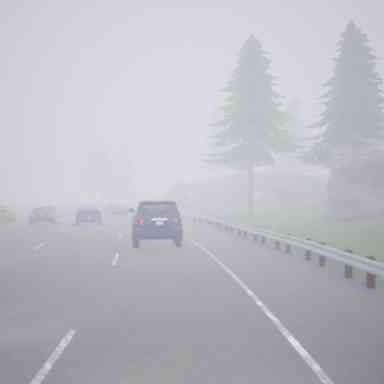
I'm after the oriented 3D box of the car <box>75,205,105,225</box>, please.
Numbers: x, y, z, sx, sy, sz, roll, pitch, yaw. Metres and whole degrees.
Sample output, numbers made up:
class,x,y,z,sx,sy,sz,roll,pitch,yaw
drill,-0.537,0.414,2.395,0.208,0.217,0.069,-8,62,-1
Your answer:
class,x,y,z,sx,sy,sz,roll,pitch,yaw
car,-8.381,1.755,26.895,1.882,1.535,5.008,0,0,-18

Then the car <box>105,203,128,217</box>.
class,x,y,z,sx,sy,sz,roll,pitch,yaw
car,-8.437,1.921,36.439,2.033,1.411,5.357,0,-1,-26

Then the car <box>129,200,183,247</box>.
class,x,y,z,sx,sy,sz,roll,pitch,yaw
car,-1.829,1.386,16.153,2.150,2.045,5.566,0,-1,-11

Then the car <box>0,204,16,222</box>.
class,x,y,z,sx,sy,sz,roll,pitch,yaw
car,-16.722,1.785,29.196,1.882,1.535,5.008,0,-1,-22

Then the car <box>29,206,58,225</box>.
class,x,y,z,sx,sy,sz,roll,pitch,yaw
car,-12.091,1.830,27.142,2.033,1.411,5.357,0,-1,-20
